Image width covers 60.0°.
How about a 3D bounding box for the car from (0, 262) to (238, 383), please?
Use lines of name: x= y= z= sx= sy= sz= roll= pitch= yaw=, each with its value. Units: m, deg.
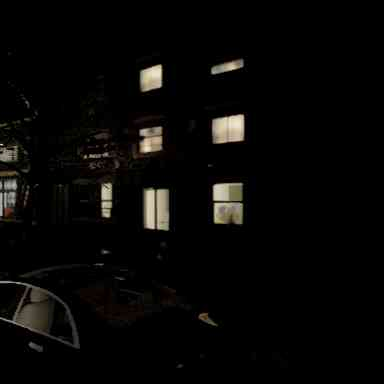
car: x=-1.602 y=1.549 z=4.026 sx=4.403 sy=1.369 sz=2.008 roll=0 pitch=0 yaw=36
